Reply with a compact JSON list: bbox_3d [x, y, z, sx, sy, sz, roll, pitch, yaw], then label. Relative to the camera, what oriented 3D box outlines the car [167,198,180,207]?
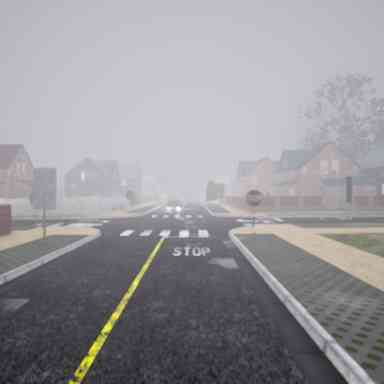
[{"bbox_3d":[-2.762,1.570,51.092,1.895,1.301,4.718,0,0,0],"label":"car"}]
